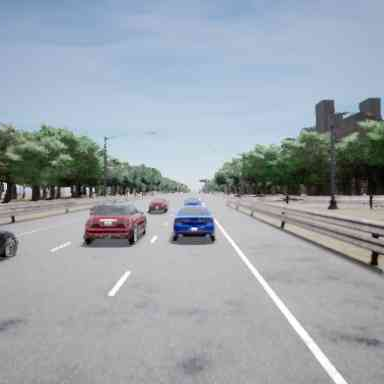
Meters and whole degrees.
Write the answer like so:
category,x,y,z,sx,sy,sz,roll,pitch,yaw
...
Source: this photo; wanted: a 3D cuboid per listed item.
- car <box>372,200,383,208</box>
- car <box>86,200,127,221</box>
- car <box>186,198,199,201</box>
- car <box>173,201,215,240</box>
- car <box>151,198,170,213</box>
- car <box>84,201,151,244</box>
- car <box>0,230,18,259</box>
category,x,y,z,sx,sy,sz,roll,pitch,yaw
car,21.353,1.012,35.285,1.812,1.442,4.674,0,-1,-34
car,-6.914,1.434,27.508,2.033,1.411,5.357,0,0,0
car,0.084,1.377,34.828,1.812,1.442,4.674,0,0,0
car,0.094,1.413,16.582,1.882,1.535,5.008,0,0,0
car,-3.416,1.377,34.827,1.812,1.442,4.674,0,0,0
car,-3.406,1.291,15.655,2.097,1.767,4.553,0,0,0
car,-6.904,1.492,9.506,1.812,1.442,4.674,0,0,0
